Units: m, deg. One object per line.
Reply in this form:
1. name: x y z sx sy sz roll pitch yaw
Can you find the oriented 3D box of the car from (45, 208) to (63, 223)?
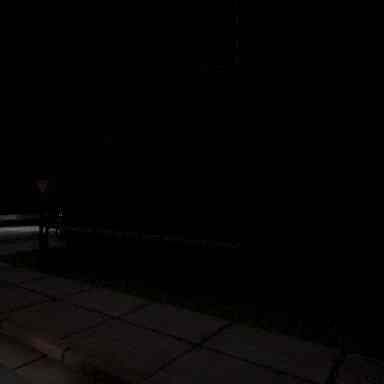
1. car: -8.254 1.435 24.202 2.097 1.767 4.553 0 0 35
